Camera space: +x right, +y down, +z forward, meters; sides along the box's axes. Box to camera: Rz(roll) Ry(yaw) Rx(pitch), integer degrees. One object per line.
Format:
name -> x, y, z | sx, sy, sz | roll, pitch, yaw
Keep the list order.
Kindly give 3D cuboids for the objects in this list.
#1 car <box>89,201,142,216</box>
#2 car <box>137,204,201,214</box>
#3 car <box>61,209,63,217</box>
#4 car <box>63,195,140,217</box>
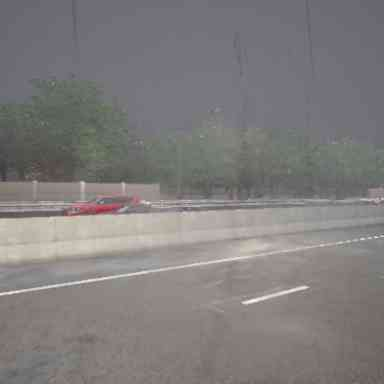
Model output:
car -> -4.166, 1.564, 22.507 | 4.674, 1.442, 1.812 | 0, 0, -35
car -> -0.914, 1.608, 20.524 | 4.181, 1.385, 1.994 | 0, 0, -35
car -> -8.415, 1.514, 28.073 | 5.008, 1.535, 1.882 | 0, 0, -35
car -> -6.424, 1.258, 25.197 | 5.566, 2.045, 2.150 | 0, 0, -35
